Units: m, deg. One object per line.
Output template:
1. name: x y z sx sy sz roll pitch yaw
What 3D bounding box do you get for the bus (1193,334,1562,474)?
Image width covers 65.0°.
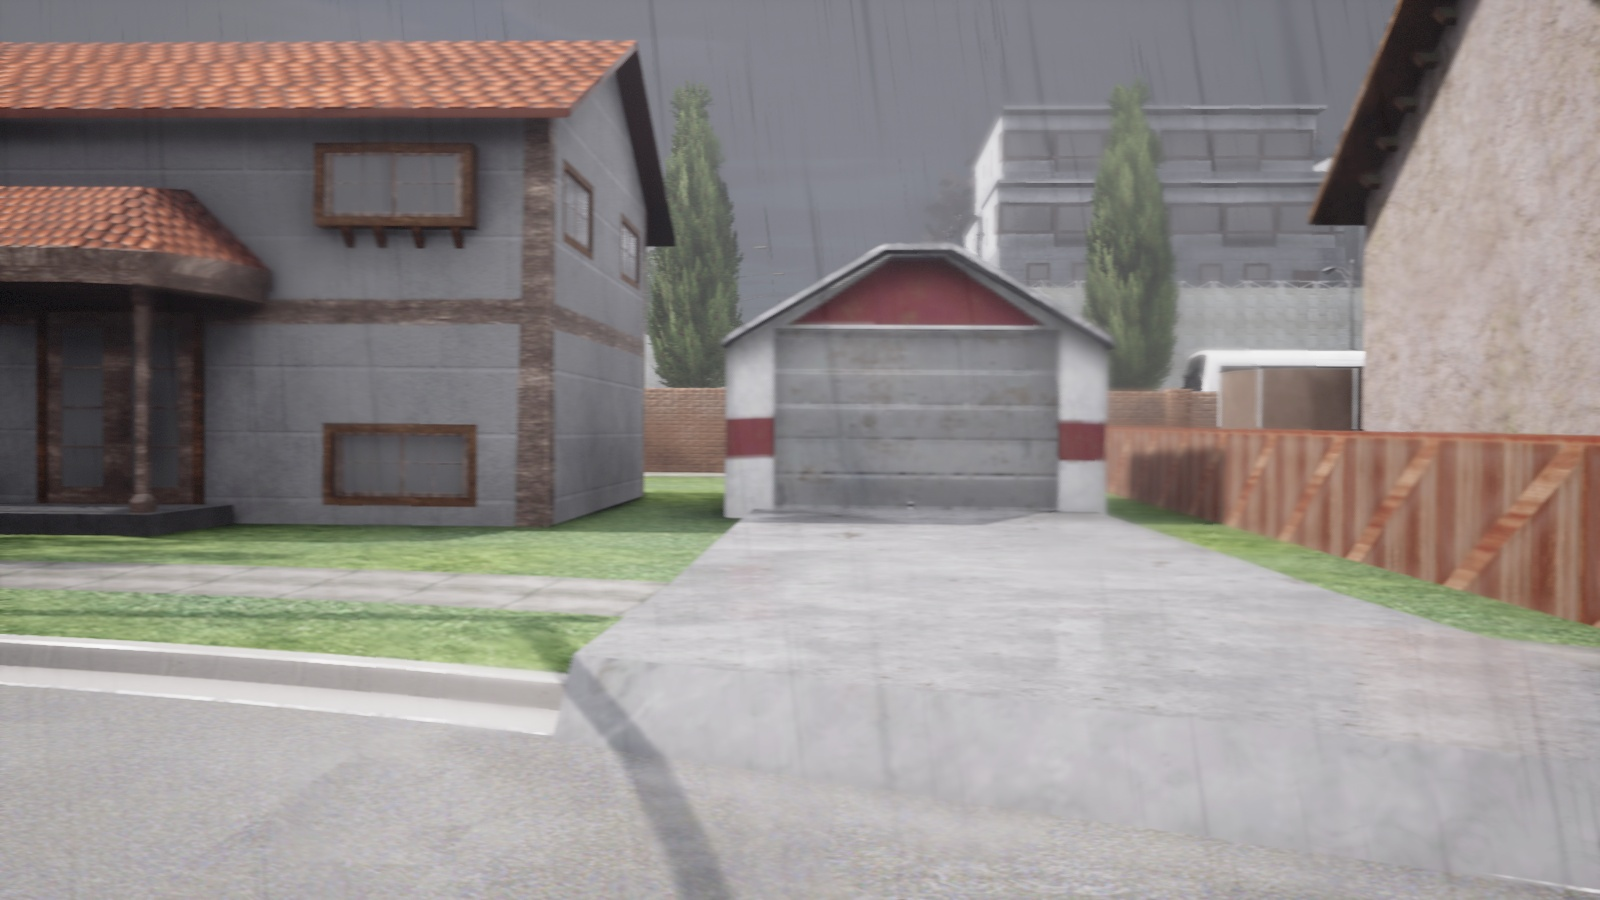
1. bus: 18.629 -1.445 41.238 10.273 4.253 3.944 -1 1 3
